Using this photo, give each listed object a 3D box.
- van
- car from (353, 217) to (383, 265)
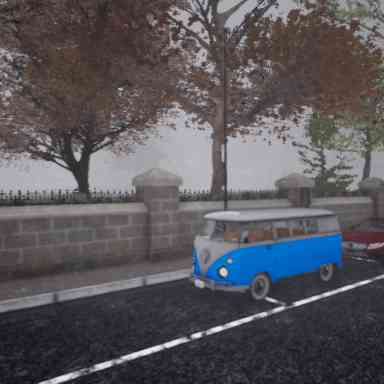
[{"bbox_3d":[1.860,1.303,7.884,3.998,1.788,1.690,0,0,-35],"label":"van"},{"bbox_3d":[6.446,1.509,11.154,4.206,1.307,1.802,0,0,-35],"label":"car"}]
